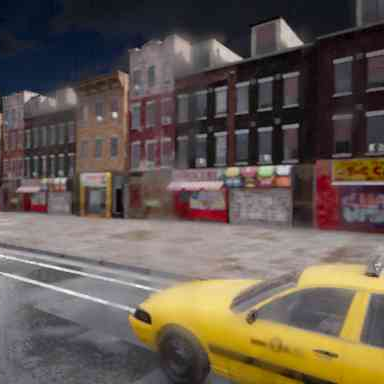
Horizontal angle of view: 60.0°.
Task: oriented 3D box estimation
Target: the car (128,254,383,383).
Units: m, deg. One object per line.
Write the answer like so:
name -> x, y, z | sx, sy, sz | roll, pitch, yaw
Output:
car -> 1.635, 1.458, 3.594 | 5.366, 1.575, 1.801 | 0, 0, 36
